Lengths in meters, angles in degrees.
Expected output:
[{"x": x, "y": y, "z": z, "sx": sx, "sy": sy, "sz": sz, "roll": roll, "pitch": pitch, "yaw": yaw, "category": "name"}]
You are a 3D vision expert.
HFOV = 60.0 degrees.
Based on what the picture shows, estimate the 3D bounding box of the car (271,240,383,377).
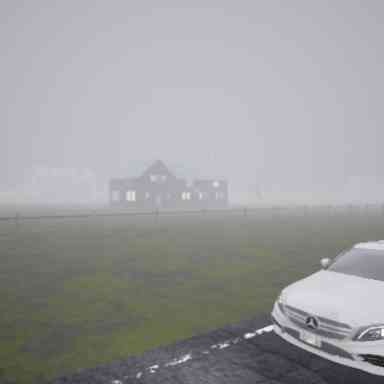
[{"x": 3.360, "y": 1.586, "z": 5.541, "sx": 4.674, "sy": 1.442, "sz": 1.812, "roll": 1, "pitch": -1, "yaw": -36, "category": "car"}]
